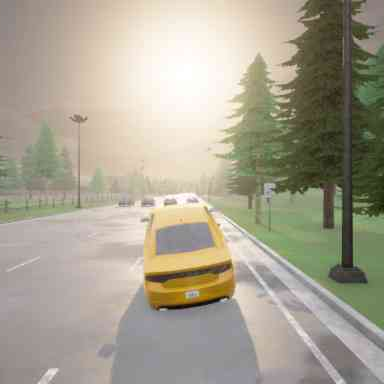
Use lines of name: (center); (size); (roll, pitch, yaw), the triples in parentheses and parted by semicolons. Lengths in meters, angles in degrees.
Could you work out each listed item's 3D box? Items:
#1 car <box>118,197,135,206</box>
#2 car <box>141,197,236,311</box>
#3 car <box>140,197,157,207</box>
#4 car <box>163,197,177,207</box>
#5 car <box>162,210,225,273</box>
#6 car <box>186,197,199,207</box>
car: (-10.475, 1.547, 53.421); (2.033, 1.411, 5.357); (0, 0, 0)
car: (-0.237, 1.096, 8.423); (1.882, 1.535, 5.008); (-8, 15, -3)
car: (-6.975, 1.547, 53.420); (2.033, 1.411, 5.357); (0, 0, 0)
car: (-3.475, 1.563, 53.418); (1.994, 1.385, 4.181); (0, 0, 0)
car: (0.046, 1.558, 11.975); (1.812, 1.442, 4.674); (0, 2, 0)
car: (0.025, 1.563, 53.417); (1.994, 1.385, 4.181); (0, 0, 0)
